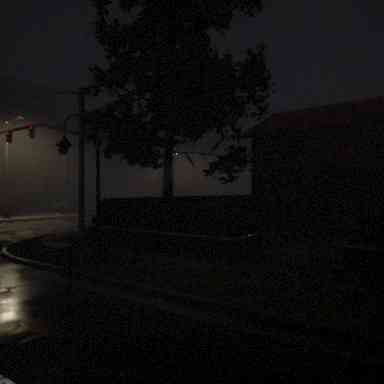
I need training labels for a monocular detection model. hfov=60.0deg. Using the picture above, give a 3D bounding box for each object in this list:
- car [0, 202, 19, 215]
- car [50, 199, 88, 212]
[{"bbox_3d":[-19.916,1.670,33.705,1.994,1.385,4.181,0,0,36],"label":"car"},{"bbox_3d":[-14.922,1.629,40.585,1.812,1.442,4.674,0,0,36],"label":"car"}]
